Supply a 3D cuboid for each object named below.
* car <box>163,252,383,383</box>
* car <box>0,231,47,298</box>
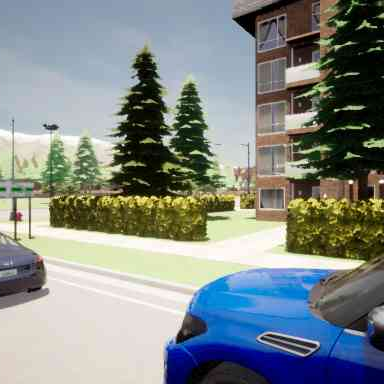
[{"bbox_3d":[2.377,1.221,2.293,5.566,2.045,2.150,0,0,36],"label":"car"},{"bbox_3d":[-5.238,1.564,7.698,4.181,1.385,1.994,0,0,36],"label":"car"}]
